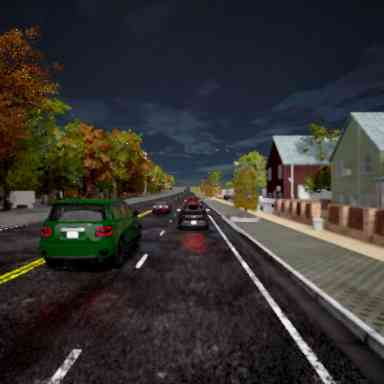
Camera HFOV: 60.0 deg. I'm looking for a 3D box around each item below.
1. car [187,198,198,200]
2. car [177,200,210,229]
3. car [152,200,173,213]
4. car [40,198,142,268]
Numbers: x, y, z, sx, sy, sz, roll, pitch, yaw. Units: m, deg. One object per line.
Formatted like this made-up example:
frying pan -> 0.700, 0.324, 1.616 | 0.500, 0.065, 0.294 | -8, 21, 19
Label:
car -> 0.094, 1.451, 42.549 | 1.882, 1.535, 5.008 | 0, 0, 0
car -> 0.096, 1.502, 21.392 | 1.837, 1.490, 4.892 | 0, 0, 0
car -> -3.160, 1.533, 35.938 | 2.033, 1.411, 5.357 | 0, 0, 0
car -> -3.154, 1.224, 11.460 | 2.150, 2.045, 5.566 | 0, 0, 0
